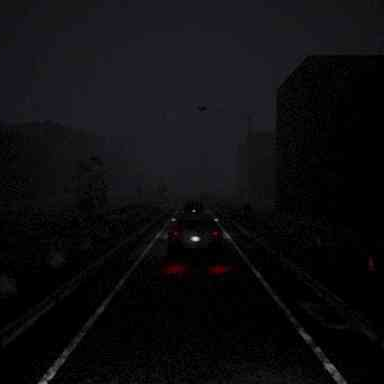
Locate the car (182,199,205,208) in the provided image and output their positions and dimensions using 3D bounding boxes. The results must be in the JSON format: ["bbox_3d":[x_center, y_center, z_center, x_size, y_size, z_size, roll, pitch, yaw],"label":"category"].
[{"bbox_3d":[0.179,1.413,31.646,1.837,1.490,4.892,0,0,0],"label":"car"}]

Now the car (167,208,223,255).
[{"bbox_3d":[0.122,1.527,13.106,1.994,1.385,4.181,0,0,0],"label":"car"}]
